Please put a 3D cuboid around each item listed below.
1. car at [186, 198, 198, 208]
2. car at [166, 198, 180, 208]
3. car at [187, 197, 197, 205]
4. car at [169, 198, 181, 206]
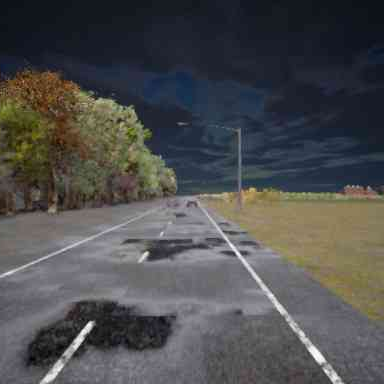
[{"bbox_3d":[0.003,1.977,58.455,1.837,1.490,4.892,0,0,0],"label":"car"},{"bbox_3d":[-3.496,1.964,58.456,2.128,1.511,4.902,0,0,0],"label":"car"},{"bbox_3d":[0.003,1.918,68.879,1.882,1.535,5.008,0,0,0],"label":"car"},{"bbox_3d":[-3.496,1.965,68.880,2.128,1.511,4.902,0,0,0],"label":"car"}]
